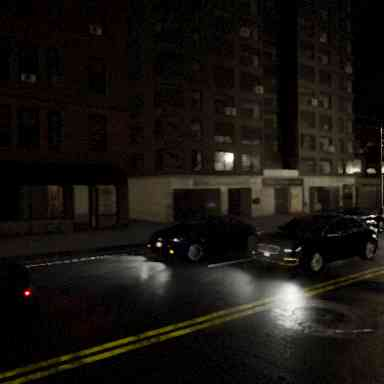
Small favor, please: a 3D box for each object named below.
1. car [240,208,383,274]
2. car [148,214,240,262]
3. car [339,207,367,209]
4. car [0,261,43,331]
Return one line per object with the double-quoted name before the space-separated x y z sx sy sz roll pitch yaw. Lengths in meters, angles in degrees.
"car" 4.030 1.456 10.539 4.892 1.490 1.837 0 0 -36
"car" 0.538 1.523 12.045 4.181 1.385 1.994 0 0 -36
"car" 8.356 1.474 17.581 4.181 1.385 1.994 0 0 -35
"car" -4.881 1.554 4.200 5.357 1.411 2.033 0 0 -36
